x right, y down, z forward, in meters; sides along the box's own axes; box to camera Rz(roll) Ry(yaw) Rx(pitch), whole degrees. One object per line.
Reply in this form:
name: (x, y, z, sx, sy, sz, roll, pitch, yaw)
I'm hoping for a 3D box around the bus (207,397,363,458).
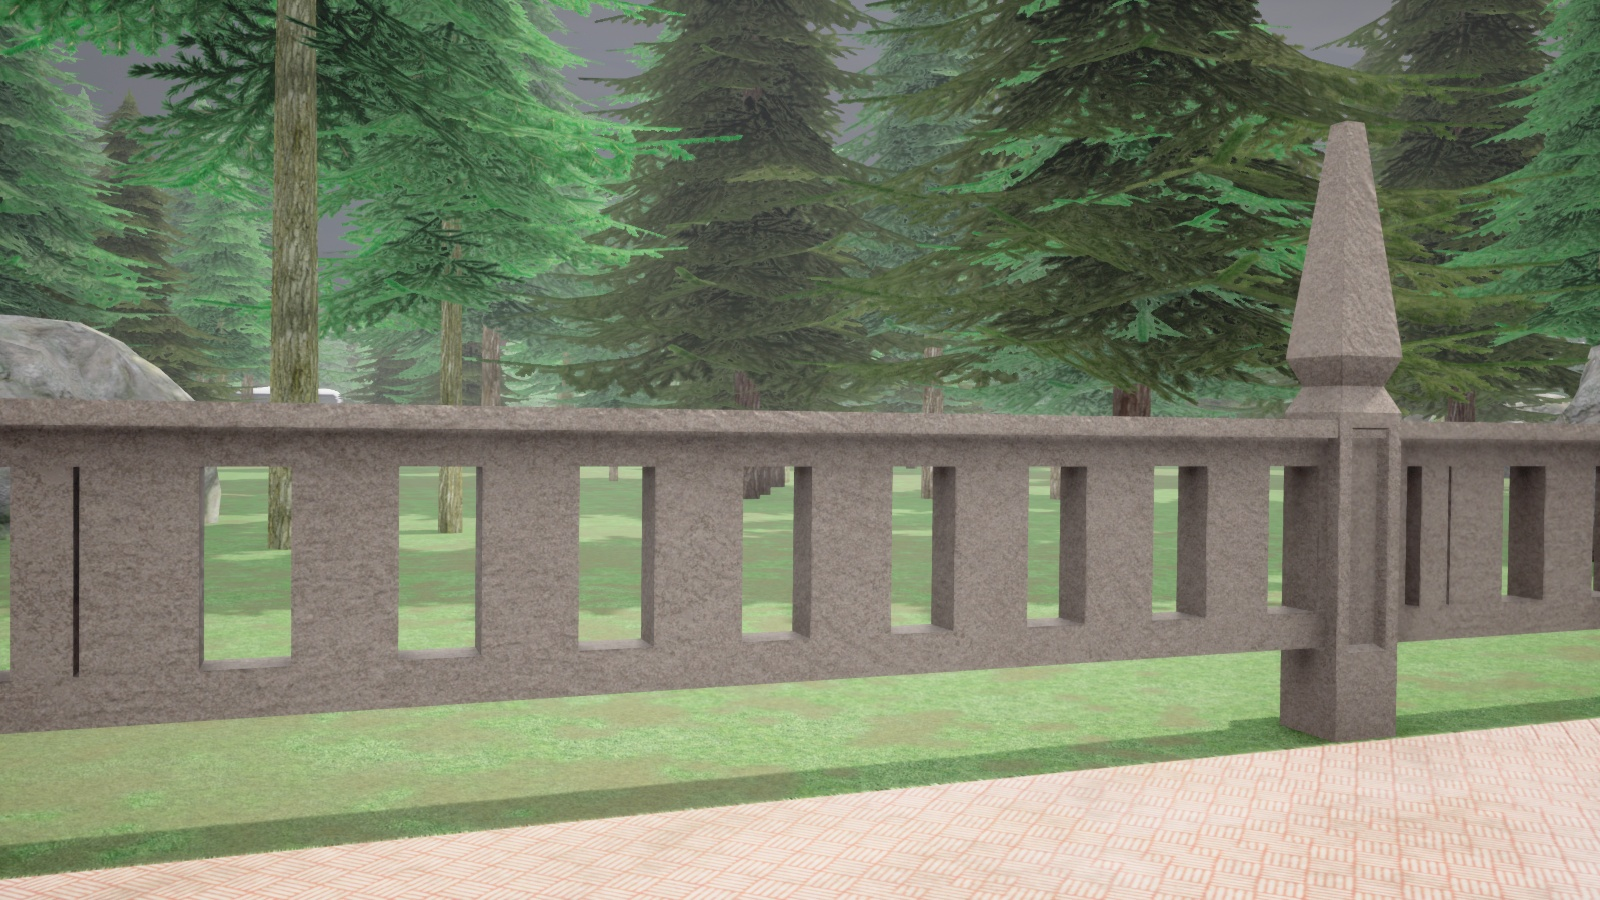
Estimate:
bus: (-37.442, -1.666, 91.704, 10.273, 4.253, 3.944, -1, 1, -21)
